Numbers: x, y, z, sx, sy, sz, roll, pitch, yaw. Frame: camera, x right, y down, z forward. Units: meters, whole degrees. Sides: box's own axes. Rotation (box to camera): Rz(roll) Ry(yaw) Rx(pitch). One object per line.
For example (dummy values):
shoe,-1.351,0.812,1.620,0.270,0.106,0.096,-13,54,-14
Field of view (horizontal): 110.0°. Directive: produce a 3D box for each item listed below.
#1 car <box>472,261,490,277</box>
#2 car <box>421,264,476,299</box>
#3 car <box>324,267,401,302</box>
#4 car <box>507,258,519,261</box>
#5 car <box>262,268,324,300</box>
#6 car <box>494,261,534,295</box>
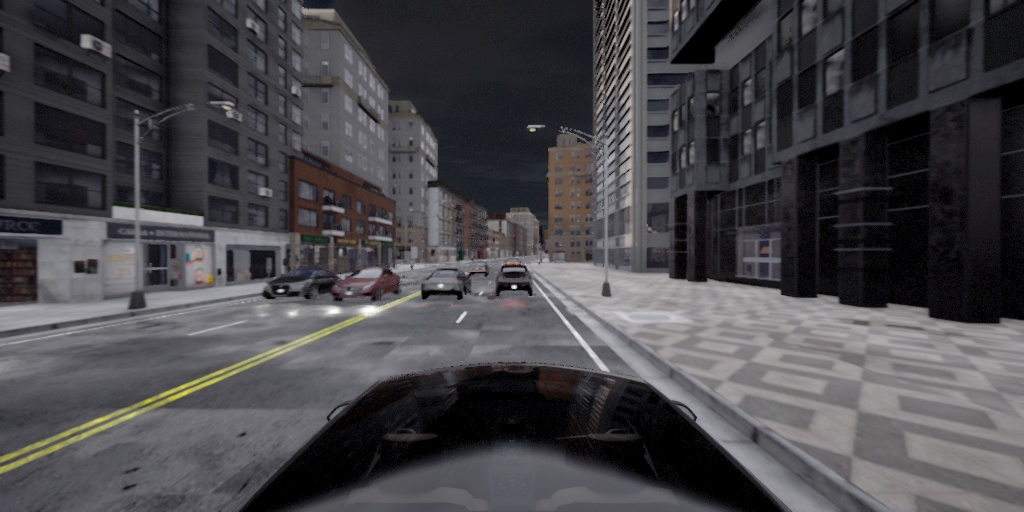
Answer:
car,-3.147,1.222,34.889,2.033,1.411,5.357,0,0,0
car,-3.149,1.282,17.893,1.994,1.385,4.181,0,0,0
car,-6.596,1.246,16.842,1.812,1.442,4.674,0,0,0
car,0.131,0.996,43.156,2.097,1.767,4.553,0,0,0
car,-9.846,1.283,17.245,1.994,1.385,4.181,0,0,0
car,0.103,1.217,19.400,1.837,1.490,4.892,0,0,0
